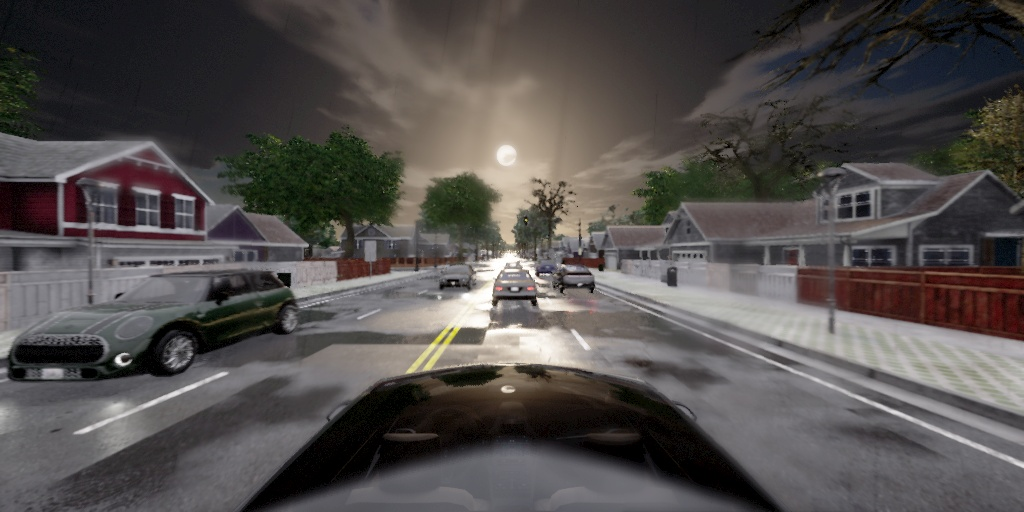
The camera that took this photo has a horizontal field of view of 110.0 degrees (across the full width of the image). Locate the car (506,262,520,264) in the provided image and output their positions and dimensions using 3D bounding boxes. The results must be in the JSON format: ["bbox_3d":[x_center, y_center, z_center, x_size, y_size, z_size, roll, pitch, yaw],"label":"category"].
[{"bbox_3d":[0.097,1.243,33.617,2.033,1.411,5.357,0,0,1],"label":"car"}]

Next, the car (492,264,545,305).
[{"bbox_3d":[0.100,1.274,15.834,2.033,1.411,5.357,0,0,0],"label":"car"}]

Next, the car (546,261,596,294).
[{"bbox_3d":[3.352,1.212,20.138,2.128,1.511,4.902,0,0,0],"label":"car"}]

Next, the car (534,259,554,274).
[{"bbox_3d":[3.339,1.046,35.577,2.097,1.767,4.553,0,0,0],"label":"car"}]

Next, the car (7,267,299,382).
[{"bbox_3d":[-6.591,1.093,7.391,2.097,1.767,4.553,0,0,0],"label":"car"}]

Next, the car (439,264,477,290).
[{"bbox_3d":[-3.250,1.257,22.199,1.837,1.490,4.892,0,0,0],"label":"car"}]
